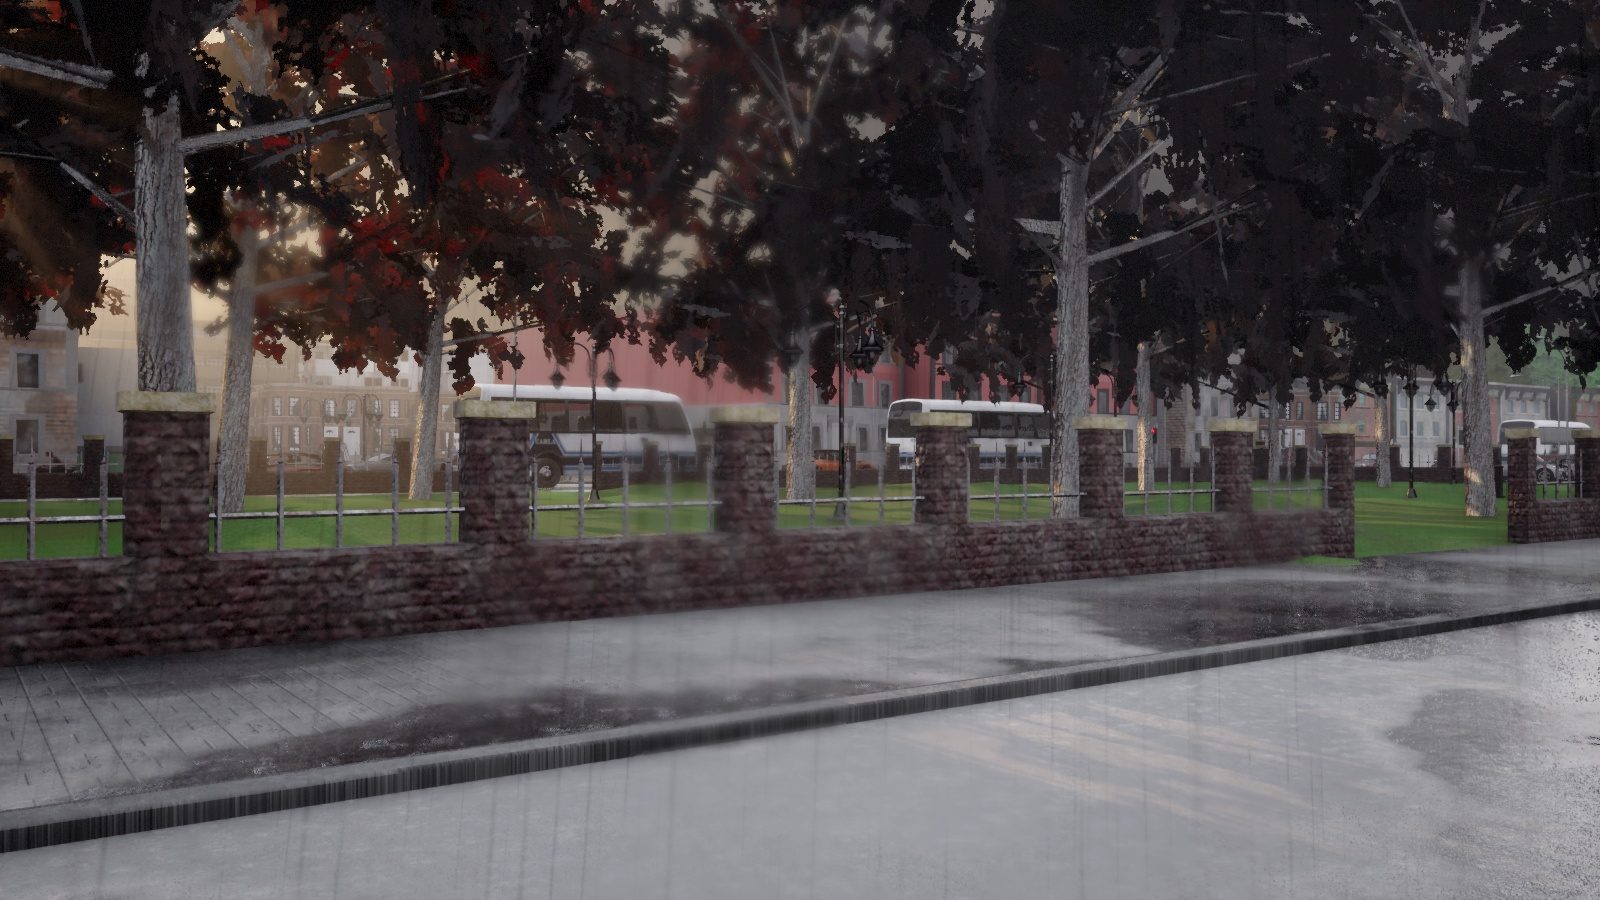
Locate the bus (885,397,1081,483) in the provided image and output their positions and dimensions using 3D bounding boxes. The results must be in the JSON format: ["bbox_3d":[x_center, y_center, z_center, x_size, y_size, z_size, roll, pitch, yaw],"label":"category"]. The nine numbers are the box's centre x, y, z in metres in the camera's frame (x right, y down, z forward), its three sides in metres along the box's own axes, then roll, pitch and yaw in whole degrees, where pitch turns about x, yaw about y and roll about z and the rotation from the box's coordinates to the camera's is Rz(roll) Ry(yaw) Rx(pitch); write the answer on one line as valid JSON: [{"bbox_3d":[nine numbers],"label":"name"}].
[{"bbox_3d":[9.780,-0.490,66.470,10.273,4.253,3.944,0,0,-34],"label":"bus"}]

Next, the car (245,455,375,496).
[{"bbox_3d":[-18.239,0.912,46.796,4.193,1.474,1.816,0,0,-35],"label":"car"}]

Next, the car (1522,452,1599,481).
[{"bbox_3d":[40.793,0.836,66.872,1.845,1.501,3.633,0,0,-31],"label":"car"}]

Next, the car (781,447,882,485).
[{"bbox_3d":[1.542,0.748,60.656,4.553,1.767,2.097,0,0,-35],"label":"car"}]

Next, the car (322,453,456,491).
[{"bbox_3d":[-17.144,0.866,52.447,4.902,1.511,2.128,0,0,-35],"label":"car"}]

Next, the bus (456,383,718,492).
[{"bbox_3d":[-8.897,-0.482,53.337,10.273,4.253,3.944,0,0,-35],"label":"bus"}]

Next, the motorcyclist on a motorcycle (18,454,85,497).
[{"bbox_3d":[-27.100,0.896,45.467,2.044,1.523,0.797,0,0,-35],"label":"motorcyclist on a motorcycle"}]

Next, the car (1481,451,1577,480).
[{"bbox_3d":[37.564,0.789,64.729,1.970,1.475,3.806,0,0,-37],"label":"car"}]
